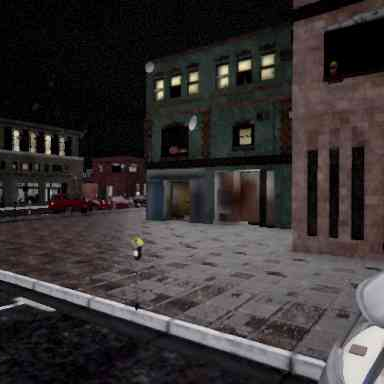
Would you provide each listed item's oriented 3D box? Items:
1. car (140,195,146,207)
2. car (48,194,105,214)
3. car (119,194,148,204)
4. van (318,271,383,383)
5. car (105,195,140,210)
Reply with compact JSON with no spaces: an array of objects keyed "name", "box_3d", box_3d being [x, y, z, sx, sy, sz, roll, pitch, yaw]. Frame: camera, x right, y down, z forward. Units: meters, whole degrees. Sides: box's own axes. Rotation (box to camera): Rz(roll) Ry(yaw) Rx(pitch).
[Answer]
[{"name":"car","box_3d":[-5.063,1.190,41.290,2.008,1.369,4.403,1,2,34]},{"name":"car","box_3d":[-11.336,1.088,32.145,2.192,1.841,5.009,1,1,34]},{"name":"car","box_3d":[-8.841,1.063,50.592,1.947,1.339,4.313,1,2,34]},{"name":"van","box_3d":[2.457,1.340,1.117,3.998,1.788,1.690,0,1,36]},{"name":"car","box_3d":[-8.199,1.146,36.717,1.967,1.590,4.097,1,2,34]}]
